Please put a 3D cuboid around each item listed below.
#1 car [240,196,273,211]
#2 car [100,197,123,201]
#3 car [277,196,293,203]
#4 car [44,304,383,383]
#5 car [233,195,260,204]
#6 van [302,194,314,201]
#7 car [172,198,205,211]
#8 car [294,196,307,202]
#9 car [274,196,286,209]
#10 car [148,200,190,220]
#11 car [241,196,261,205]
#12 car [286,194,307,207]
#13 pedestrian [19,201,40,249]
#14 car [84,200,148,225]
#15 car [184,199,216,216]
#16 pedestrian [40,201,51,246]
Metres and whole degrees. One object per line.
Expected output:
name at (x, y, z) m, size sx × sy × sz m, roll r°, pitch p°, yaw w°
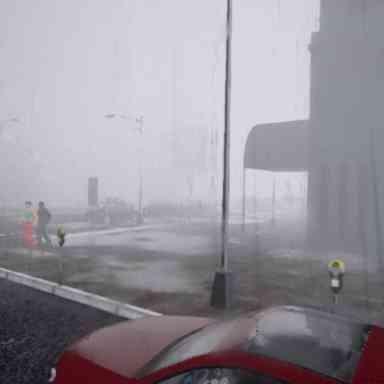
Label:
car at (8.004, 1.430, 42.885) m, size 2.192 × 1.841 × 5.009 m, roll 1°, pitch 0°, yaw 36°
car at (-8.779, 1.277, 34.543) m, size 1.967 × 1.590 × 4.097 m, roll 1°, pitch 1°, yaw 36°
car at (20.883, 1.649, 74.741) m, size 1.947 × 1.339 × 4.313 m, roll 1°, pitch 0°, yaw 36°
car at (0.612, 1.576, 2.424) m, size 4.206 × 1.307 × 1.802 m, roll 1°, pitch 1°, yaw 36°
car at (8.904, 1.182, 53.853) m, size 2.033 × 1.411 × 5.357 m, roll 2°, pitch 1°, yaw 36°
van at (30.740, 1.507, 88.165) m, size 1.690 × 1.788 × 3.998 m, roll 1°, pitch 0°, yaw 36°
car at (-0.367, 1.513, 41.394) m, size 1.994 × 1.385 × 4.181 m, roll 2°, pitch 1°, yaw 36°
car at (27.352, 1.663, 83.554) m, size 1.752 × 1.417 × 4.829 m, roll 1°, pitch 0°, yaw 36°
car at (11.260, 1.581, 47.381) m, size 1.967 × 1.590 × 4.097 m, roll 1°, pitch 0°, yaw 36°
car at (-2.446, 1.596, 28.579) m, size 1.947 × 1.339 × 4.313 m, roll 1°, pitch 1°, yaw 36°
car at (10.929, 1.525, 61.179) m, size 1.752 × 1.417 × 4.829 m, roll 1°, pitch 0°, yaw 36°
car at (17.787, 1.634, 56.359) m, size 1.967 × 1.590 × 4.097 m, roll 1°, pitch 0°, yaw 36°
pedestrian at (-6.048, 1.216, 12.392) m, size 0.375 × 1.860 × 0.375 m, roll 2°, pitch 2°, yaw 35°
car at (-5.689, 1.555, 24.160) m, size 2.008 × 1.369 × 4.403 m, roll 1°, pitch 1°, yaw 36°
car at (0.796, 1.639, 32.998) m, size 1.802 × 1.307 × 4.206 m, roll 1°, pitch 1°, yaw 36°
pedestrian at (-6.056, 1.255, 13.415) m, size 0.375 × 1.860 × 0.375 m, roll 2°, pitch 2°, yaw 35°
